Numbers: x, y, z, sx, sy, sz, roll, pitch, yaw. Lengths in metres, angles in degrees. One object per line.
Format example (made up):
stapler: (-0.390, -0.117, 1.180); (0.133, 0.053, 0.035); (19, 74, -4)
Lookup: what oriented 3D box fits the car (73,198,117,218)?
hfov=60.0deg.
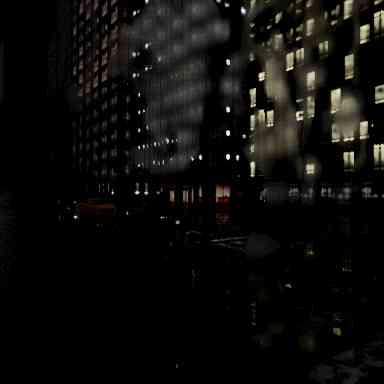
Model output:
car: (-7.858, 1.253, 27.340); (1.882, 1.535, 5.008); (0, 0, -37)

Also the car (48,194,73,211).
car: (-13.745, 1.045, 35.268); (2.097, 1.767, 4.553); (0, 0, -37)

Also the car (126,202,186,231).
car: (-2.227, 1.343, 19.771); (2.128, 1.511, 4.902); (0, 0, -37)
